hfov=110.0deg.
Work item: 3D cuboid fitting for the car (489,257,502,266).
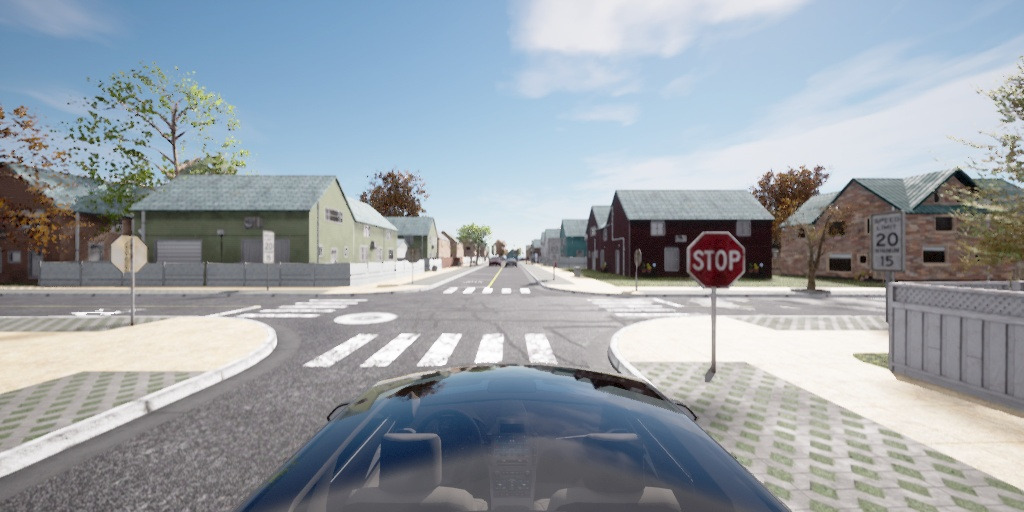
[{"bbox_3d":[-2.876,0.880,61.890,2.097,1.767,4.553,0,0,0],"label":"car"}]

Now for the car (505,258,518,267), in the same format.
[{"bbox_3d":[-0.117,1.056,57.280,1.812,1.442,4.674,0,0,0],"label":"car"}]
